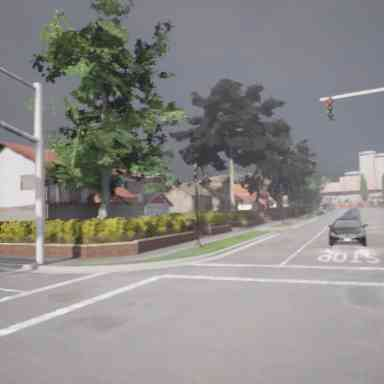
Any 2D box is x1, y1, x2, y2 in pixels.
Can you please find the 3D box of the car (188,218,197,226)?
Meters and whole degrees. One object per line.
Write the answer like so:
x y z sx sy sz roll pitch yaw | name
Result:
-1.474 3.179 35.866 3.806 1.475 1.970 -4 -3 27 | car

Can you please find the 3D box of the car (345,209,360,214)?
16.029 2.735 33.382 2.033 1.411 5.357 -4 -3 26 | car

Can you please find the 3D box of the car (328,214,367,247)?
8.927 2.221 19.040 1.812 1.442 4.674 -4 -3 26 | car
